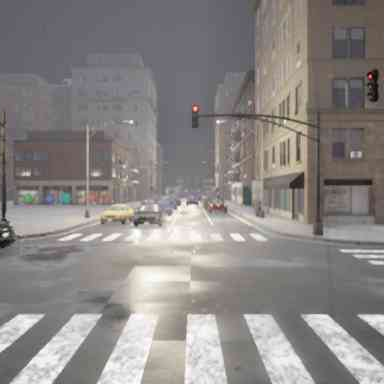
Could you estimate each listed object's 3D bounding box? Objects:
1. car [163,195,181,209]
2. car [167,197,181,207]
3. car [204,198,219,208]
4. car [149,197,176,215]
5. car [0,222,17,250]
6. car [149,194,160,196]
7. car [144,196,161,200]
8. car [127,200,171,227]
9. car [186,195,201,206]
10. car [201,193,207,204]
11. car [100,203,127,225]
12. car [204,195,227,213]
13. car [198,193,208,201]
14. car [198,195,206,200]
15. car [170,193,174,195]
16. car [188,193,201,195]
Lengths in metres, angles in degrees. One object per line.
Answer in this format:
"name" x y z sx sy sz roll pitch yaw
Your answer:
"car" -2.749 1.504 42.042 2.033 1.411 5.357 0 0 1
"car" -2.741 1.547 51.855 1.895 1.301 4.718 0 0 1
"car" 2.680 1.517 46.987 1.947 1.339 4.313 0 0 0
"car" -2.808 1.492 32.306 1.812 1.442 4.674 0 0 0
"car" -8.767 1.516 12.114 4.181 1.385 1.994 0 0 0
"car" -5.345 1.266 46.994 2.192 1.841 5.009 0 0 0
"car" -5.350 1.508 41.333 2.008 1.369 4.403 0 0 0
"car" -2.813 1.523 23.000 2.033 1.411 5.357 0 0 -1
"car" 0.049 1.545 54.157 1.895 1.301 4.718 0 0 0
"car" 2.675 1.272 41.325 2.192 1.841 5.009 0 0 0
"car" -5.365 1.499 24.177 1.752 1.417 4.829 0 0 0
"car" 2.670 1.402 35.663 1.967 1.590 4.097 0 0 0
"car" 2.711 1.234 80.958 2.192 1.841 5.009 0 0 0
"car" 2.721 1.475 92.282 1.947 1.339 4.313 0 0 0
"car" -5.325 1.454 69.472 1.752 1.417 4.829 0 0 0
"car" 0.058 1.155 64.459 2.150 2.045 5.566 0 0 0
